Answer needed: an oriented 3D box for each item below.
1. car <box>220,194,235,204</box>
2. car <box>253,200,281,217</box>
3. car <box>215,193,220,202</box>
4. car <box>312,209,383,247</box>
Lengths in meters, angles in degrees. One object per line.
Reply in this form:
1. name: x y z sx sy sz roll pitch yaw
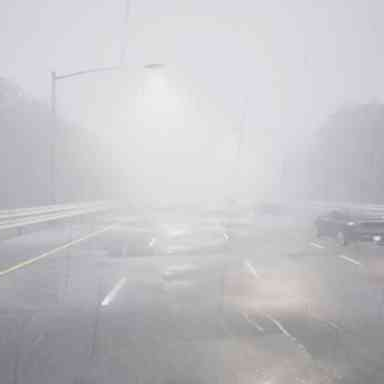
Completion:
1. car: 6.988 1.557 63.257 1.812 1.442 4.674 0 0 0
2. car: 6.991 1.504 31.415 1.882 1.535 5.008 0 0 0
3. car: 7.012 1.576 78.377 1.812 1.442 4.674 0 0 0
4. car: 6.995 1.510 14.995 1.837 1.490 4.892 0 0 0
